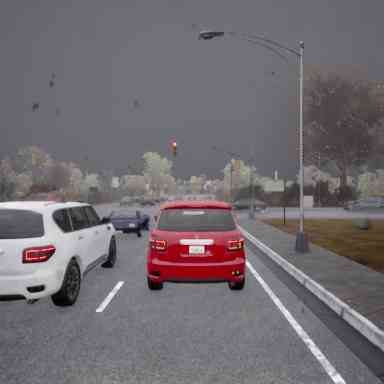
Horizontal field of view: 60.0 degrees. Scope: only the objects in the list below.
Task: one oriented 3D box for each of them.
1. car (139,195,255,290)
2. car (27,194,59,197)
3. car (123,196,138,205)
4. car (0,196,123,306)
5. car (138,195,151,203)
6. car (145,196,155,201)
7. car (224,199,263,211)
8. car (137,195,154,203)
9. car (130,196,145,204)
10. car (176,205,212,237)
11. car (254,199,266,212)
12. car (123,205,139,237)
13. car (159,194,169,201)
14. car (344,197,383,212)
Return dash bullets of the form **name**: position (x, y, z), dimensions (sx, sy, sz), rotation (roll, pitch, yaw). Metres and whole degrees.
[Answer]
- **car**: position (0.091, 1.221, 9.194), dimensions (2.150, 2.045, 5.566), rotation (0, 0, 0)
- **car**: position (-18.384, 1.220, 39.342), dimensions (5.566, 2.045, 2.150), rotation (0, 0, 3)
- **car**: position (-10.629, 1.502, 54.926), dimensions (1.837, 1.490, 4.892), rotation (0, 0, 0)
- **car**: position (-3.406, 1.221, 8.133), dimensions (2.150, 2.045, 5.566), rotation (0, 0, 0)
- **car**: position (-10.557, 1.522, 74.511), dimensions (2.128, 1.511, 4.902), rotation (0, 0, 0)
- **car**: position (-10.563, 1.592, 84.557), dimensions (1.895, 1.301, 4.718), rotation (0, 0, 0)
- **car**: position (6.336, 1.599, 41.467), dimensions (4.718, 1.301, 1.895), rotation (0, 0, 3)
- **car**: position (-7.123, 1.545, 54.533), dimensions (2.033, 1.411, 5.357), rotation (0, 0, 0)
- **car**: position (-10.589, 1.545, 64.669), dimensions (2.033, 1.411, 5.357), rotation (0, 0, 1)
- **car**: position (0.086, 1.525, 18.888), dimensions (1.812, 1.442, 4.674), rotation (0, 0, 0)
- **car**: position (5.801, 1.504, 37.511), dimensions (4.892, 1.490, 1.837), rotation (0, 0, -3)
- **car**: position (-3.413, 1.600, 17.901), dimensions (1.895, 1.301, 4.718), rotation (0, 0, 0)
- **car**: position (-7.063, 1.352, 84.192), dimensions (2.097, 1.767, 4.553), rotation (0, 0, 0)
- **car**: position (19.326, 1.558, 37.252), dimensions (4.181, 1.385, 1.994), rotation (0, 0, 3)
